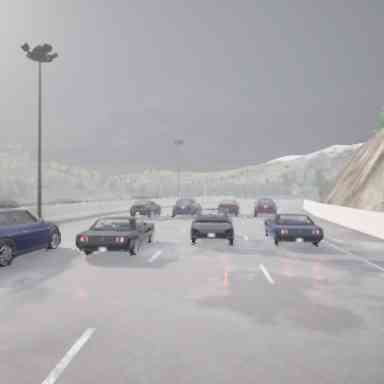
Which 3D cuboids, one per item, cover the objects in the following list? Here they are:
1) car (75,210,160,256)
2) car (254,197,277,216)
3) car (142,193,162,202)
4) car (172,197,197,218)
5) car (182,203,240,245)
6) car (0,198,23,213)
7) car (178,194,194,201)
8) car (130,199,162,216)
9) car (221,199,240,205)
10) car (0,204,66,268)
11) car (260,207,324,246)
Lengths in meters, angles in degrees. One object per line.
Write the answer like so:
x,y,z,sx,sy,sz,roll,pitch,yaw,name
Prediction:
-2.755,1.597,13.153,1.895,1.301,4.718,0,0,5,car
7.131,1.374,32.403,2.097,1.767,4.553,0,0,12,car
-8.921,1.211,74.716,2.150,2.045,5.566,0,0,23,car
-0.384,1.357,30.470,2.097,1.767,4.553,0,0,10,car
1.003,1.496,15.601,2.128,1.511,4.902,0,0,5,car
-20.907,1.453,35.917,2.128,1.511,4.902,0,0,11,car
-1.243,1.292,74.752,1.837,1.490,4.892,0,0,23,car
-4.063,1.501,29.814,1.837,1.490,4.892,0,0,10,car
3.734,1.492,33.280,1.882,1.535,5.008,0,0,12,car
-6.370,1.340,11.415,2.097,1.767,4.553,0,0,4,car
4.466,1.614,15.352,1.895,1.301,4.718,0,0,6,car
